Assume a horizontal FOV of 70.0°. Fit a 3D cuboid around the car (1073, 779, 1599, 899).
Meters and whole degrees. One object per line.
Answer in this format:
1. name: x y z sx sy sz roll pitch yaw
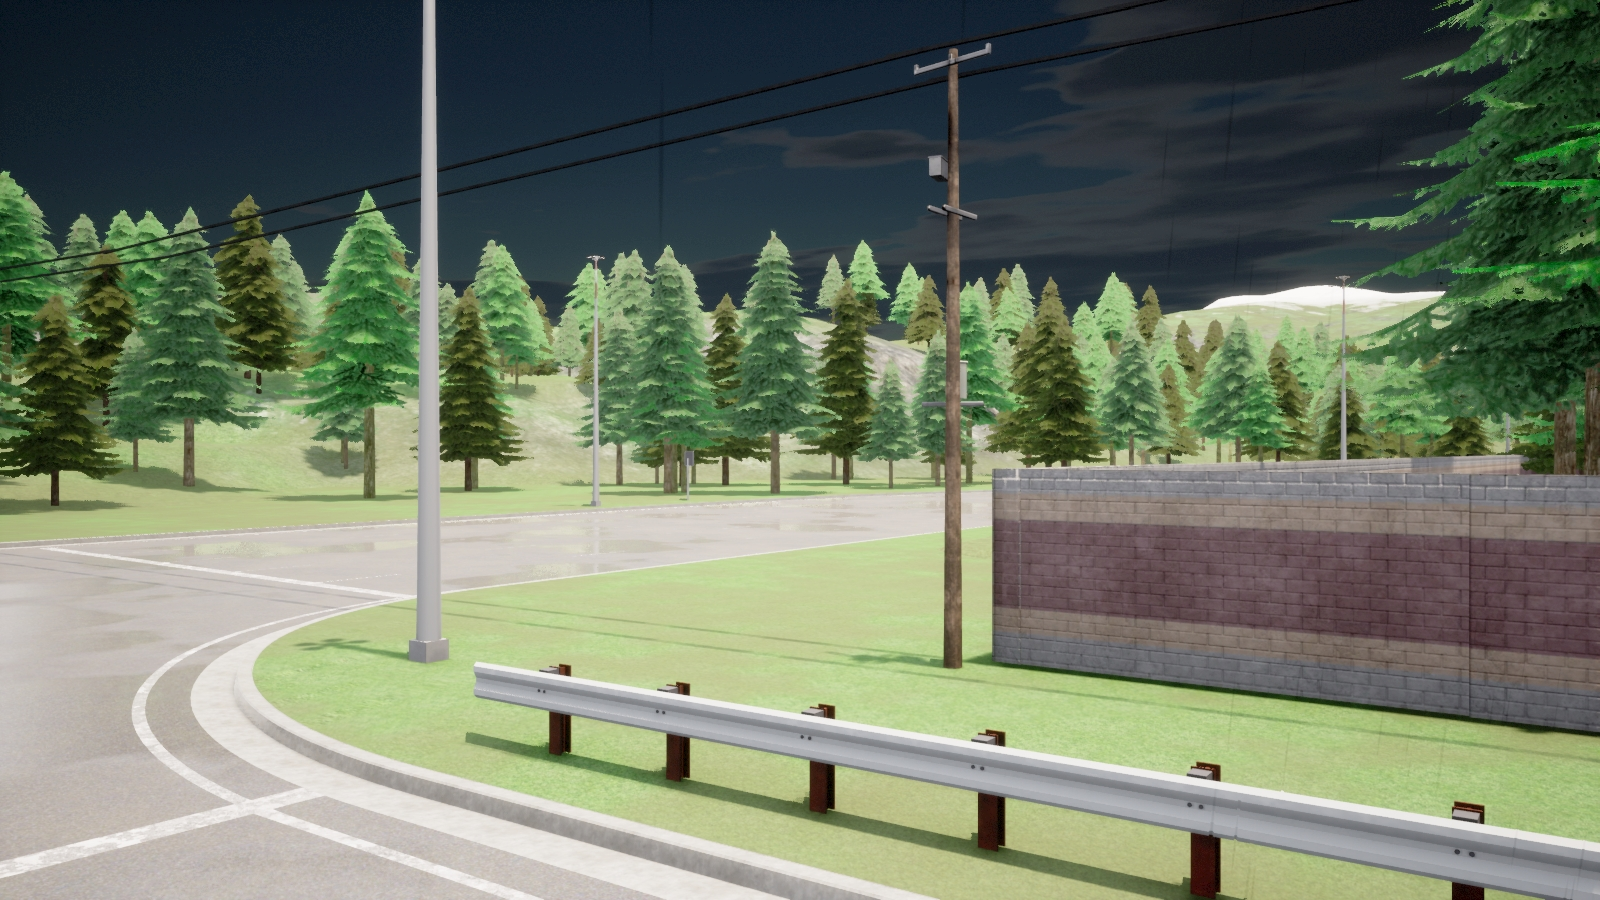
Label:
1. car: 3.010 1.982 1.681 5.238 1.638 2.097 0 0 35
